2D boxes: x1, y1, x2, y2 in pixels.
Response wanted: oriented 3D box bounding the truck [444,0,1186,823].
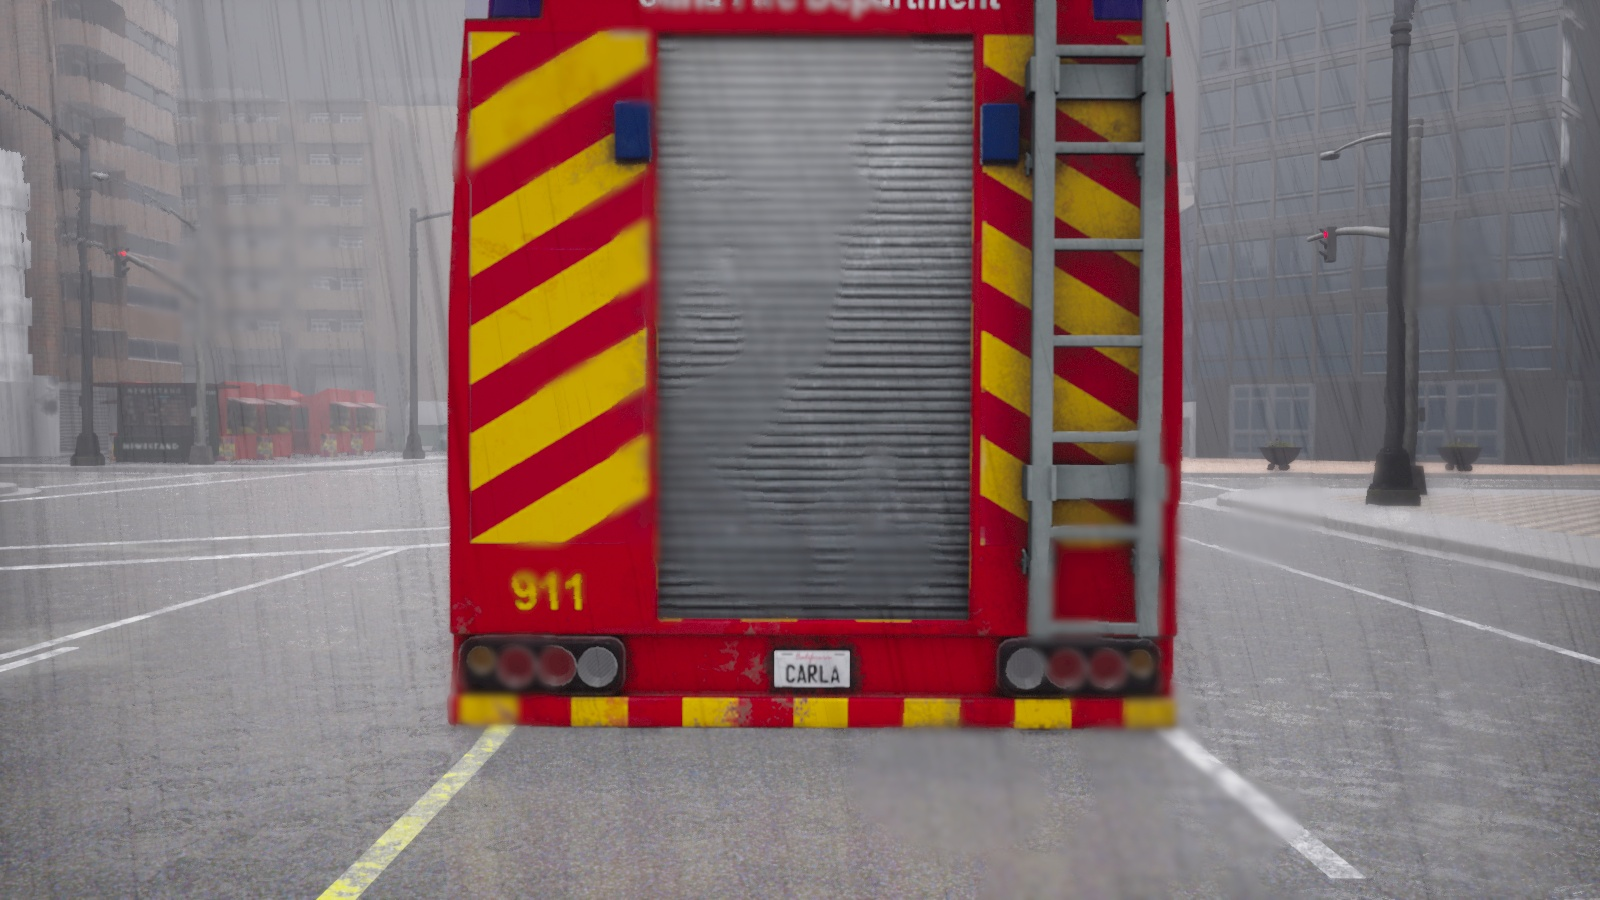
[{"bbox_3d":[0.059,-0.530,9.153,2.891,3.827,8.468,0,1,0],"label":"truck"}]
